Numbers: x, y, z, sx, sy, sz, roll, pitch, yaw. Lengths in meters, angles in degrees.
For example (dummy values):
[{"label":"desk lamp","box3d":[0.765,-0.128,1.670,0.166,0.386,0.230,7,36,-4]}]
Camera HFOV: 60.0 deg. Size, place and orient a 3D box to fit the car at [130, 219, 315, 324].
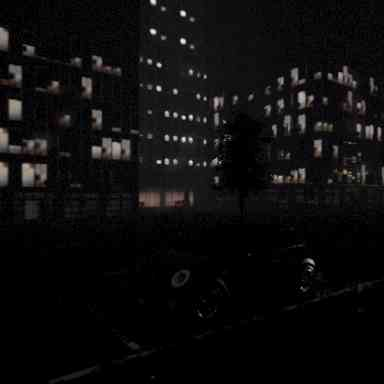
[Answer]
[{"label":"car","box3d":[0.744,1.443,7.094,4.097,1.590,1.967,0,0,-36]}]
